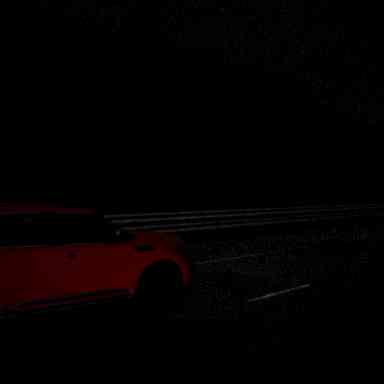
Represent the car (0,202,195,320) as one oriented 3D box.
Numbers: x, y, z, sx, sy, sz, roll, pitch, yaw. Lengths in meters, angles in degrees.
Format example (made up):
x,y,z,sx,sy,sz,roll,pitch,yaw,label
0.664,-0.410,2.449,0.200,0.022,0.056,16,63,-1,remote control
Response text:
x,y,z,sx,sy,sz,roll,pitch,yaw,label
-2.595,1.215,6.199,5.566,2.045,2.150,1,0,-35,car
